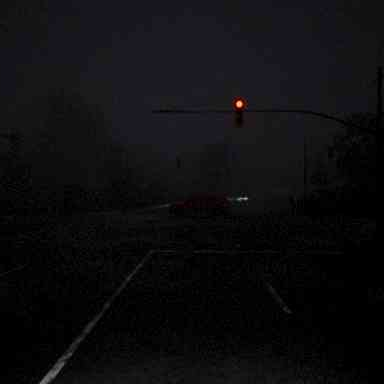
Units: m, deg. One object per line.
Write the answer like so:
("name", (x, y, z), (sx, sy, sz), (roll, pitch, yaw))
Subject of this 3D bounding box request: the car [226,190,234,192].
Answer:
("car", (7.948, 0.340, 70.815), (1.837, 1.490, 4.892), (0, 4, 28))

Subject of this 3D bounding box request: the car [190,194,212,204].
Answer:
("car", (1.571, 1.170, 56.734), (2.033, 1.411, 5.357), (0, 2, 21))

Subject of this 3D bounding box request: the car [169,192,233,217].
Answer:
("car", (0.670, 1.233, 30.360), (5.566, 2.045, 2.150), (0, 0, 3))

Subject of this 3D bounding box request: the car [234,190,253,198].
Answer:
("car", (11.245, 0.355, 69.549), (2.033, 1.411, 5.357), (0, 4, 28))

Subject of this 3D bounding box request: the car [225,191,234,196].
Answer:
("car", (4.867, 1.118, 55.411), (2.128, 1.511, 4.902), (0, 2, 21))
